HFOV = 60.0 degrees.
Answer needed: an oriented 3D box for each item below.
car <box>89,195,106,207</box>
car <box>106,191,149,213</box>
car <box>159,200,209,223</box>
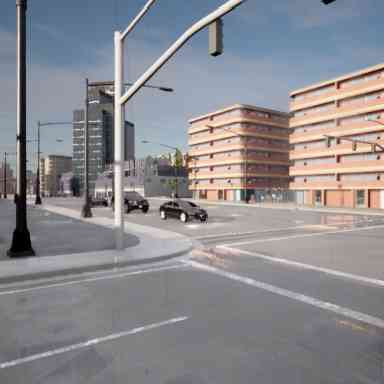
[{"bbox_3d":[-11.936,1.111,41.298,1.994,1.385,4.181,0,1,-34],"label":"car"},{"bbox_3d":[-6.270,0.945,32.996,2.150,2.045,5.566,0,1,-34],"label":"car"},{"bbox_3d":[-0.706,1.373,24.843,1.837,1.490,4.892,0,1,-34],"label":"car"}]
